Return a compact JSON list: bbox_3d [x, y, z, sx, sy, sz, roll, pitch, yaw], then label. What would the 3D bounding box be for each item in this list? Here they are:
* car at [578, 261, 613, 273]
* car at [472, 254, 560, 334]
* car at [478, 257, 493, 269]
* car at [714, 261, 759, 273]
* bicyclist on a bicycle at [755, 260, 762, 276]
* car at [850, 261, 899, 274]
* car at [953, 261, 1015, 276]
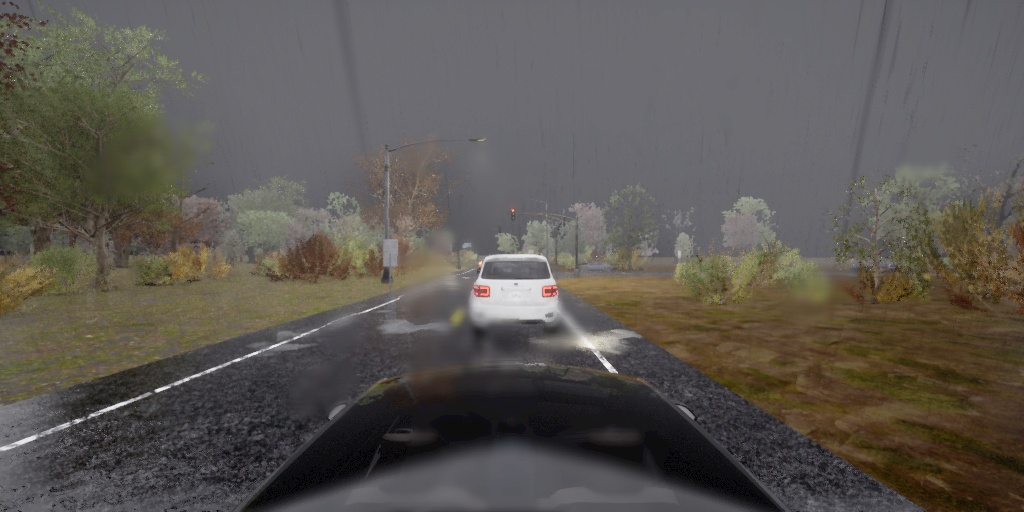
[{"bbox_3d":[9.720,1.321,42.245,4.181,1.385,1.994,0,0,10],"label":"car"},{"bbox_3d":[0.086,0.971,10.753,2.150,2.045,5.566,0,0,0],"label":"car"},{"bbox_3d":[-4.220,1.104,57.571,2.097,1.767,4.553,0,0,-2],"label":"car"},{"bbox_3d":[25.913,1.292,41.503,4.674,1.442,1.812,0,0,2],"label":"car"},{"bbox_3d":[24.009,1.223,35.244,0.582,1.620,1.656,0,0,1],"label":"bicyclist on a bicycle"},{"bbox_3d":[41.518,1.256,40.804,5.008,1.535,1.882,0,0,4],"label":"car"},{"bbox_3d":[49.064,1.279,37.129,4.902,1.511,2.128,0,0,5],"label":"car"}]
